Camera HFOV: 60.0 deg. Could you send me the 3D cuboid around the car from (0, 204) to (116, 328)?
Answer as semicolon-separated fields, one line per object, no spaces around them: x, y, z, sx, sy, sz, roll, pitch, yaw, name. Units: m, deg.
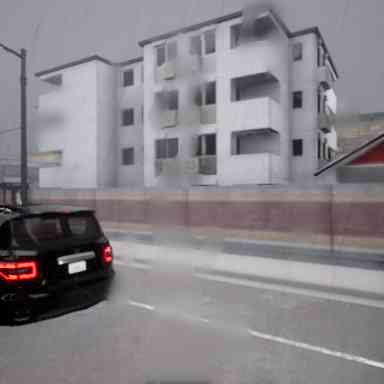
-3.966;1.261;6.621;5.566;2.045;2.150;0;0;35;car
